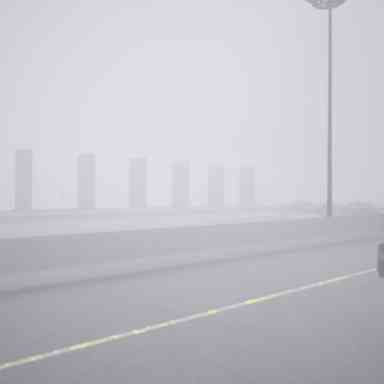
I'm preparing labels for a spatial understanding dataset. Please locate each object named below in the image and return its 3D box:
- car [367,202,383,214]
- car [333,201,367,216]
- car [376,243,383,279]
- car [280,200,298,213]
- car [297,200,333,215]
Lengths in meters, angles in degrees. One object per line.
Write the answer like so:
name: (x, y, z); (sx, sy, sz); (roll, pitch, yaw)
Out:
car: (18.579, 1.665, 30.571); (4.902, 1.511, 2.128); (1, 0, -37)
car: (16.618, 1.680, 33.474); (4.892, 1.490, 1.837); (1, -1, -37)
car: (6.687, 1.532, 8.520); (5.008, 1.535, 1.882); (0, 0, -36)
car: (12.368, 1.664, 39.036); (4.902, 1.511, 2.128); (1, 0, -37)
car: (14.147, 1.718, 36.000); (5.357, 1.411, 2.033); (0, 0, -37)
